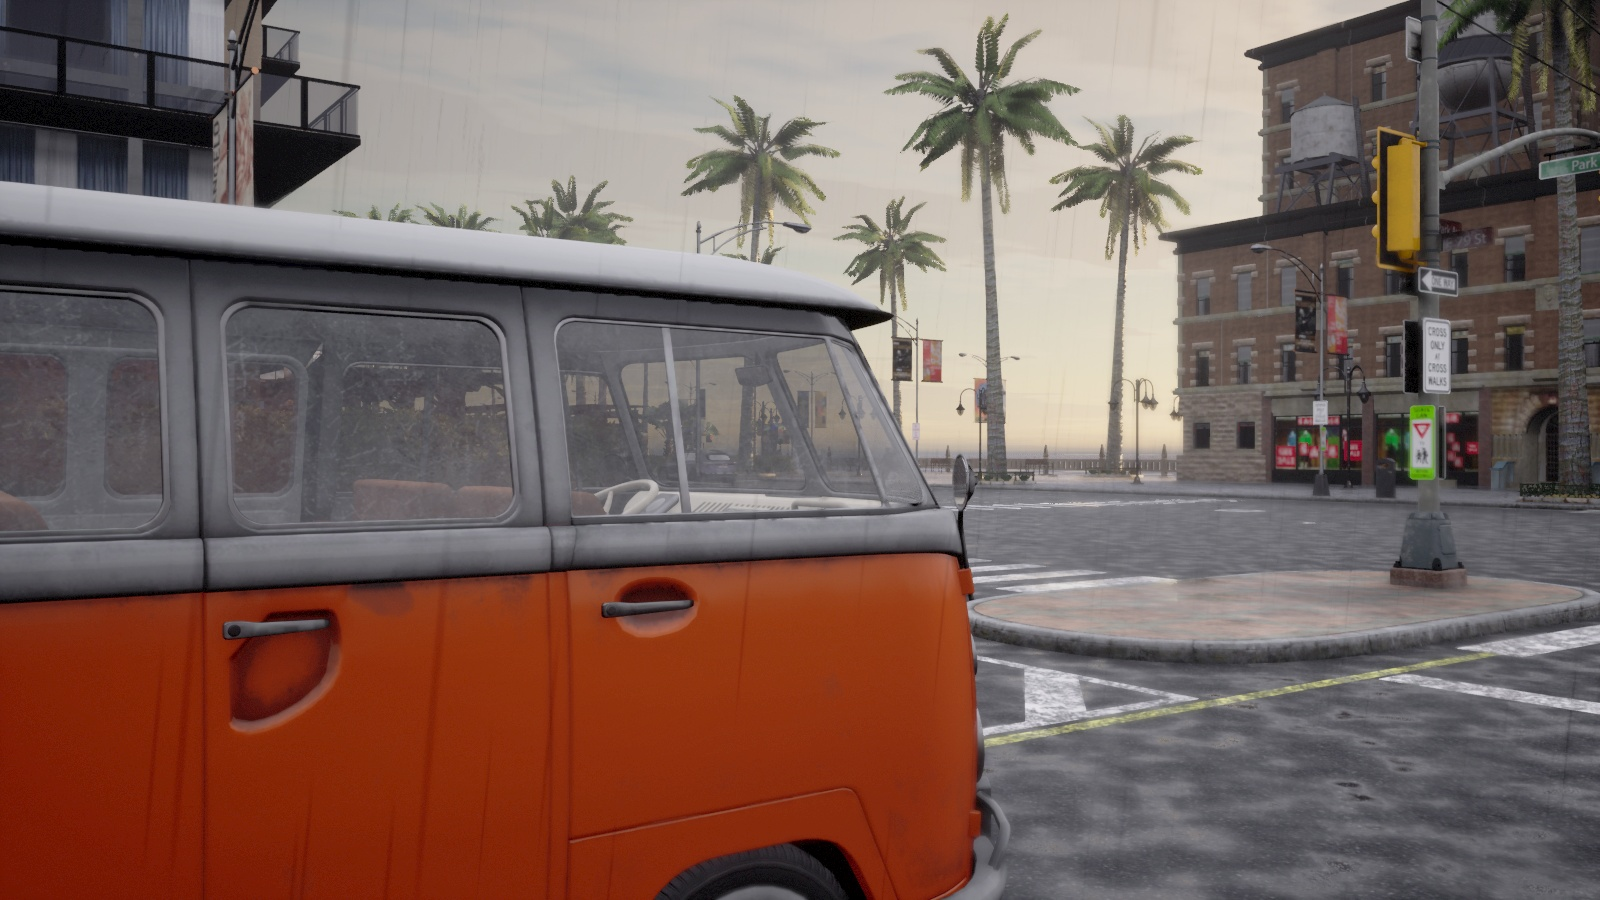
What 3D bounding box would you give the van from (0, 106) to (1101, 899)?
[{"bbox_3d":[-1.588,0.507,2.554,4.442,1.987,1.775,0,0,-35],"label":"van"}]
